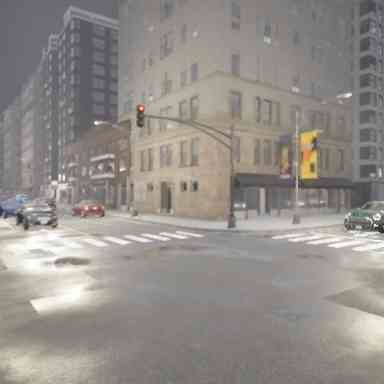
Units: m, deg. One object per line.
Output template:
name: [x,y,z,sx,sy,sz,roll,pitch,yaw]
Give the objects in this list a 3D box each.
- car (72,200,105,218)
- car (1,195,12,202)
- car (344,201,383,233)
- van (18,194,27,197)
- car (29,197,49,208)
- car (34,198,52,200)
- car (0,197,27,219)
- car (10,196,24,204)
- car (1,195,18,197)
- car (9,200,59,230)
car: [-9.345,1.429,29.833,1.967,1.590,4.097,0,0,-35]
car: [-44.025,1.550,78.992,1.752,1.417,4.829,0,0,-35]
car: [10.921,1.341,19.440,4.553,1.767,2.097,0,0,-35]
van: [-31.351,1.345,61.027,1.690,1.788,3.998,0,0,-35]
car: [-22.019,1.515,47.797,1.752,1.417,4.829,0,0,-35]
car: [-18.777,1.569,43.201,1.802,1.307,4.206,0,0,-35]
car: [-15.584,1.450,29.155,1.882,1.535,5.008,0,0,-35]
car: [-34.495,1.575,65.483,1.947,1.339,4.313,0,0,-35]
car: [-21.296,1.324,37.280,2.097,1.767,4.553,0,0,-35]
car: [-9.884,1.470,21.077,2.128,1.511,4.902,0,0,-35]
